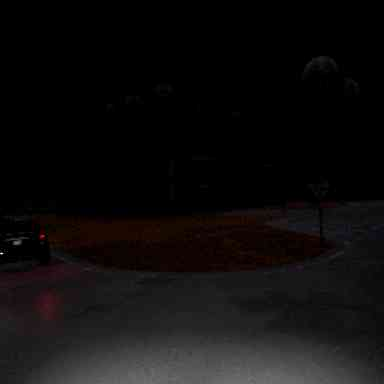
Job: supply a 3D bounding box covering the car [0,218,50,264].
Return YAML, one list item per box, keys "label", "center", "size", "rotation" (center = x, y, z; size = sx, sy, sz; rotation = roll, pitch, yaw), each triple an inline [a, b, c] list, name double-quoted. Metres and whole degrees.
- label: "car"
  center: [-6.991, 1.780, 12.762]
  size: [2.097, 1.767, 4.553]
  rotation: [-2, -1, -35]
